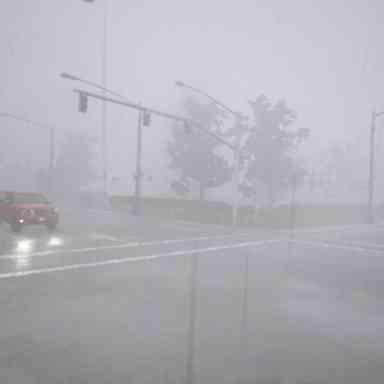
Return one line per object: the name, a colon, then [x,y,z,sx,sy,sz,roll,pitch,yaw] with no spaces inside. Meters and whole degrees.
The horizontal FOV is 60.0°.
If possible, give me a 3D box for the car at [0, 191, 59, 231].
car: [-9.729,1.004,19.242,2.150,2.045,5.566,2,0,-45]
